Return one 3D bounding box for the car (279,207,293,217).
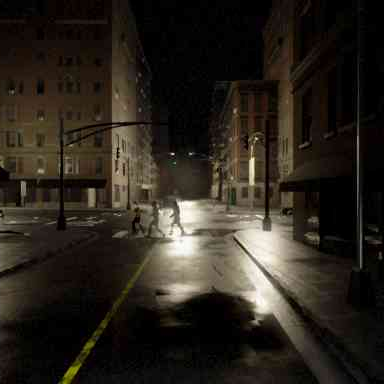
[{"bbox_3d":[10.977,1.794,32.619,4.718,1.301,1.895,1,0,0],"label":"car"}]

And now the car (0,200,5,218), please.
[{"bbox_3d":[-17.911,1.280,26.015,5.357,1.411,2.033,1,0,0],"label":"car"}]

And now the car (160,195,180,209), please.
[{"bbox_3d":[-3.050,1.334,43.962,2.097,1.767,4.553,0,0,-1],"label":"car"}]

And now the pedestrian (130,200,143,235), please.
[{"bbox_3d":[-2.834,1.282,17.060,0.375,1.860,0.375,0,0,0],"label":"pedestrian"}]

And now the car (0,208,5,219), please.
[{"bbox_3d":[-15.437,1.274,22.757,4.892,1.490,1.837,2,0,0],"label":"car"}]

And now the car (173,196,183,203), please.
[{"bbox_3d":[-2.931,1.561,69.176,1.895,1.301,4.718,0,0,0],"label":"car"}]

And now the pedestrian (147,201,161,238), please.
[{"bbox_3d":[-1.795,1.290,15.765,0.375,1.860,0.375,0,0,0],"label":"pedestrian"}]

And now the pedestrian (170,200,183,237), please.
[{"bbox_3d":[-0.776,1.290,16.461,0.375,1.860,0.375,0,0,0],"label":"pedestrian"}]

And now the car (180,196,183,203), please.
[{"bbox_3d":[-3.054,1.325,55.147,2.097,1.767,4.553,0,0,0],"label":"car"}]
